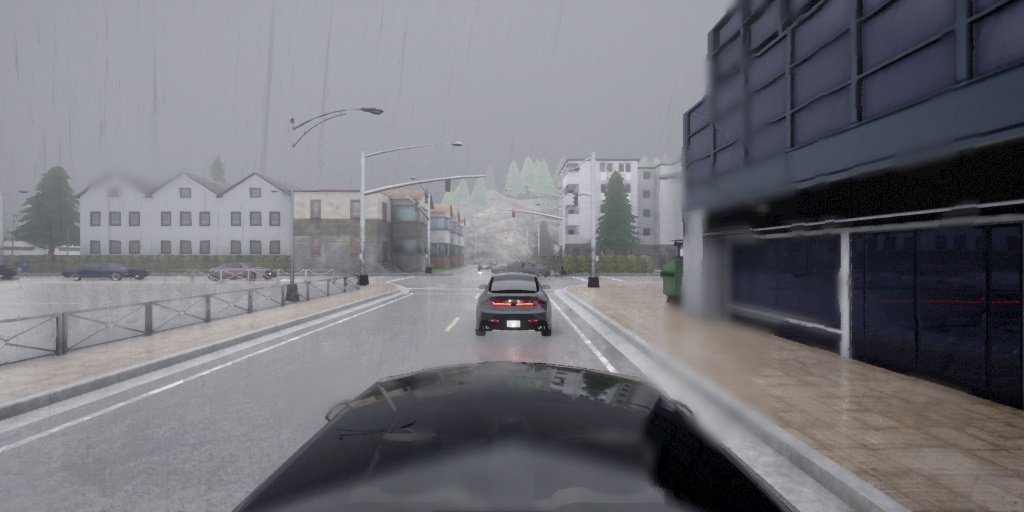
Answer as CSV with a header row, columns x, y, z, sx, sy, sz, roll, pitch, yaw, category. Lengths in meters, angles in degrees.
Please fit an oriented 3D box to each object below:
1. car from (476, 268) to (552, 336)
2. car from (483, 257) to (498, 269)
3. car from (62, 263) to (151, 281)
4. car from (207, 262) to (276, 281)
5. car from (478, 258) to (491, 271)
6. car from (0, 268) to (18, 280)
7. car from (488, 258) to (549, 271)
x,y,z,sx,sy,sz,roll,pitch,yaw,category
0.069,1.255,10.365,1.837,1.490,4.892,0,0,1,car
-3.483,1.102,58.358,2.097,1.767,4.553,0,0,0,car
-29.905,1.175,26.574,4.718,1.301,1.895,0,0,0,car
-19.885,1.138,26.526,4.181,1.385,1.994,0,0,0,car
-3.509,1.241,48.334,2.128,1.511,4.902,0,0,0,car
-40.127,1.174,26.656,4.718,1.301,1.895,0,0,1,car
0.687,1.213,30.139,4.892,1.490,1.837,1,0,0,car
